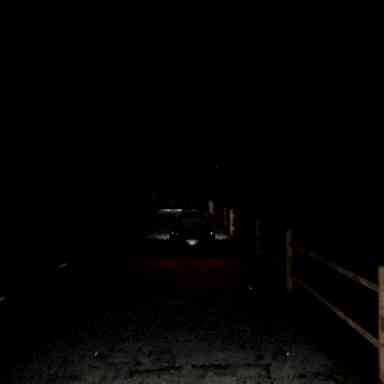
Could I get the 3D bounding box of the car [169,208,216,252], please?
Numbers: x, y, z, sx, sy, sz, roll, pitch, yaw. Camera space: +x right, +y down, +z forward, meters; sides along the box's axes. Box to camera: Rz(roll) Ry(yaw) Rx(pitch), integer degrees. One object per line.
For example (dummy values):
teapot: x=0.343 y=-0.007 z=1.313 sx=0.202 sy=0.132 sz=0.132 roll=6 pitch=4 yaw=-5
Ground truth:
car: x=0.022 y=1.661 z=14.402 sx=1.812 sy=1.442 sz=4.674 roll=0 pitch=0 yaw=0

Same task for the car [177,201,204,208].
car: x=0.036 y=1.754 z=29.308 sx=2.128 sy=1.511 sz=4.902 roll=0 pitch=0 yaw=0

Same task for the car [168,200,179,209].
car: x=-2.700 y=1.960 z=52.366 sx=1.812 sy=1.442 sz=4.674 roll=0 pitch=-1 yaw=0
